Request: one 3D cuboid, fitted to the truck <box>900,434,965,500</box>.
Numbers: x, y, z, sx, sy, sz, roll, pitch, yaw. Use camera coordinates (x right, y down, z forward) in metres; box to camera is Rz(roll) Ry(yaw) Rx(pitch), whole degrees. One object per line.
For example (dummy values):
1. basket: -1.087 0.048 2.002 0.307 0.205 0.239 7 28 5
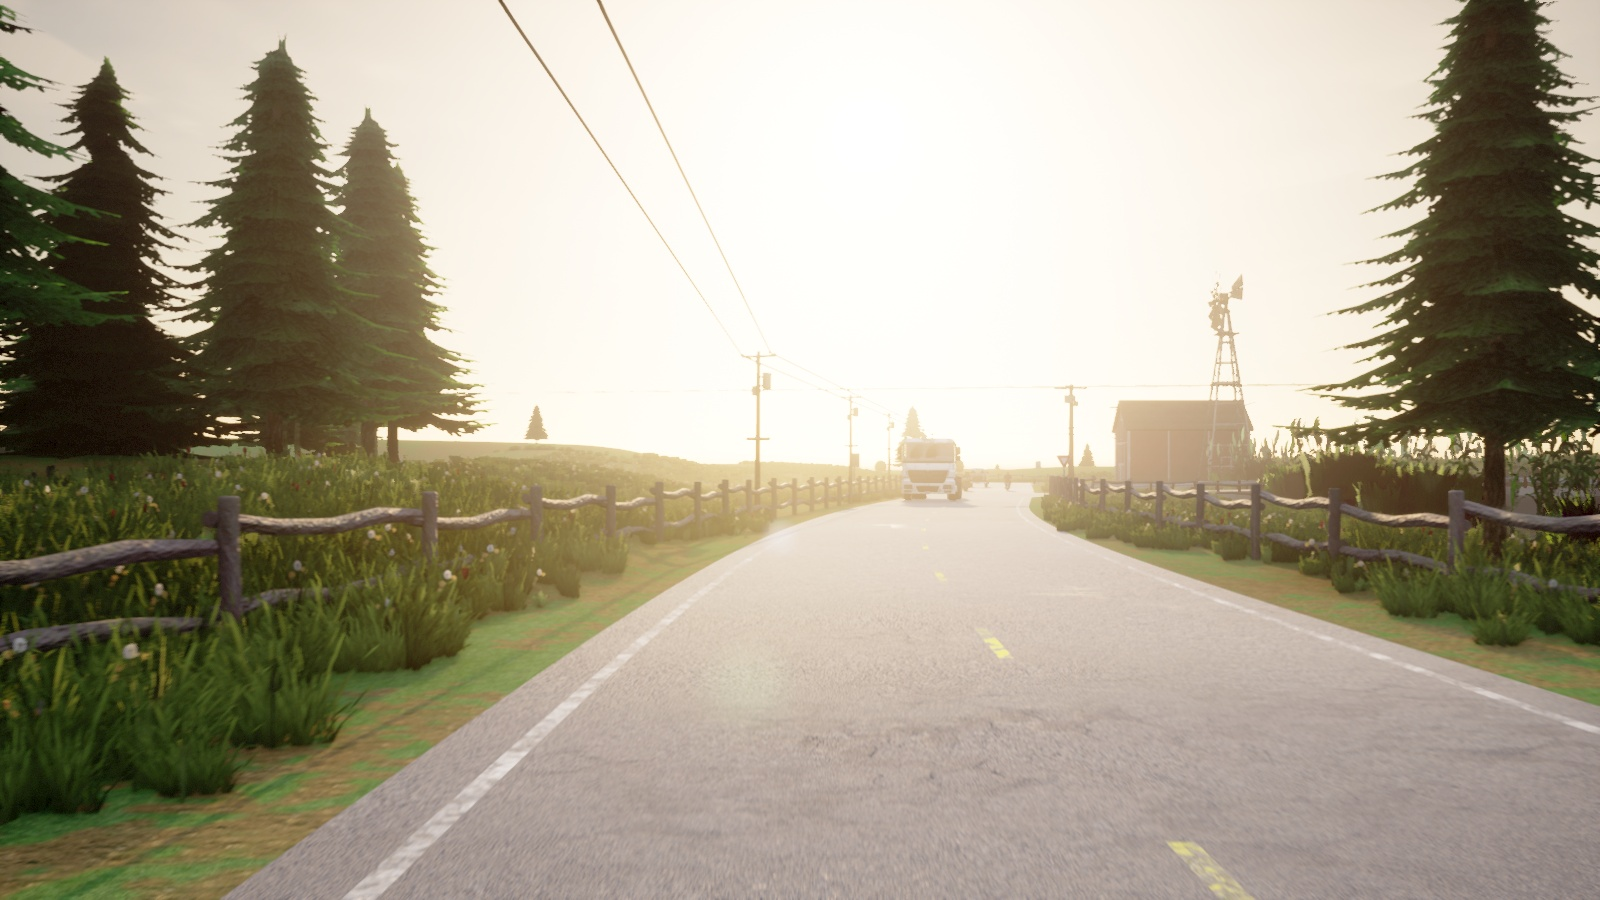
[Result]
1. truck: 7.458 0.972 69.772 2.891 3.462 7.936 0 -1 11
